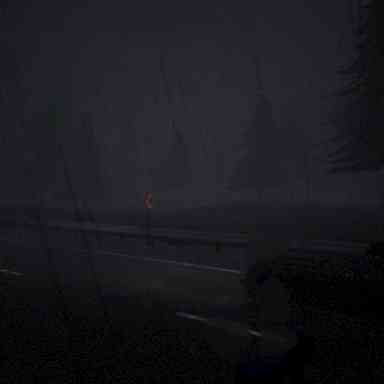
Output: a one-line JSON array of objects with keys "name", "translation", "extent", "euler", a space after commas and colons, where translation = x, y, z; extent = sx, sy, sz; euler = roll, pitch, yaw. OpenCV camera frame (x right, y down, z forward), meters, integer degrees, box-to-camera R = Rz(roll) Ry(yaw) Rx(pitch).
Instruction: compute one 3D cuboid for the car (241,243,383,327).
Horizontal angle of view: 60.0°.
[{"name": "car", "translation": [3.304, 1.592, 5.854], "extent": [4.718, 1.301, 1.895], "euler": [0, 0, 35]}]
